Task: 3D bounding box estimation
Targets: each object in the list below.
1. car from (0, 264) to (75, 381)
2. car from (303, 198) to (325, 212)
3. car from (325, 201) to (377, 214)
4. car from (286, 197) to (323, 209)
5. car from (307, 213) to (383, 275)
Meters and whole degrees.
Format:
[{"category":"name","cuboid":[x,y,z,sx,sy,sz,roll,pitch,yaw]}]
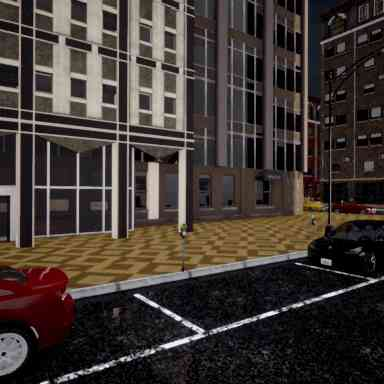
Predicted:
[{"category":"car","cuboid":[-3.756,1.545,3.874,4.507,1.381,1.887,0,0,-36]},{"category":"car","cuboid":[12.331,1.468,36.633,1.752,1.417,4.829,0,0,-36]},{"category":"car","cuboid":[15.538,1.535,32.174,1.802,1.307,4.206,0,0,-36]},{"category":"car","cuboid":[15.625,1.500,46.401,1.752,1.417,4.829,0,0,-36]},{"category":"car","cuboid":[5.494,1.567,10.497,4.313,1.339,1.947,0,0,-36]}]
